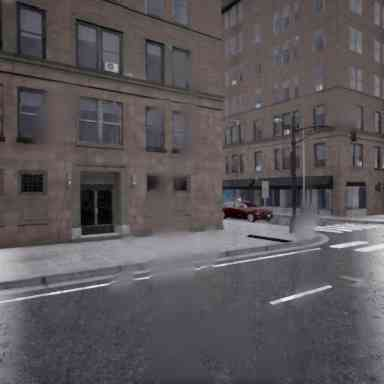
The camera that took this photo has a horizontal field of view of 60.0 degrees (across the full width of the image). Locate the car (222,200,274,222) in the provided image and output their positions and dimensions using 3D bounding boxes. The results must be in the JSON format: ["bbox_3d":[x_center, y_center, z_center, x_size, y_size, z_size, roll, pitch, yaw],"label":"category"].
[{"bbox_3d":[3.986,1.408,25.541,1.882,1.535,5.008,-1,1,-35],"label":"car"}]
